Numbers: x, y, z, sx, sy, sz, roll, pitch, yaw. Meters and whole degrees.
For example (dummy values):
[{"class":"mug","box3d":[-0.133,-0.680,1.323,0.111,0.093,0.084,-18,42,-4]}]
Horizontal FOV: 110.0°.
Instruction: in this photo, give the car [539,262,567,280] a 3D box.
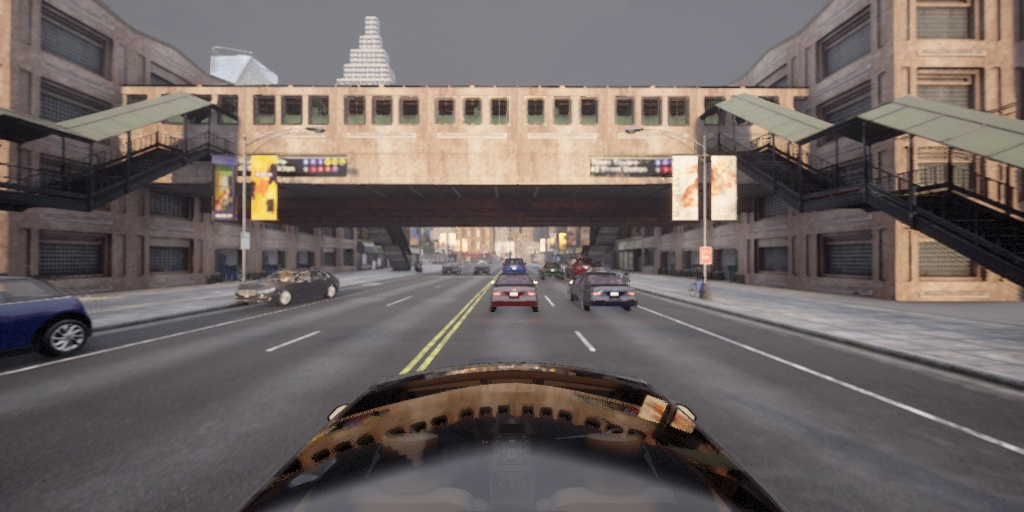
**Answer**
[{"class":"car","box3d":[3.708,1.331,34.823,2.097,1.767,4.553,0,0,0]}]

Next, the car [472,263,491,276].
[{"class":"car","box3d":[-3.467,1.534,41.977,1.837,1.490,4.892,0,0,0]}]

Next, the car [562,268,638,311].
[{"class":"car","box3d":[3.586,1.390,15.019,2.033,1.411,5.357,0,0,0]}]

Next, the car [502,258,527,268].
[{"class":"car","box3d":[0.211,1.197,34.223,2.150,2.045,5.566,0,0,0]}]

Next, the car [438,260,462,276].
[{"class":"car","box3d":[-6.967,1.534,41.964,1.837,1.490,4.892,0,0,0]}]

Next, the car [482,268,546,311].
[{"class":"car","box3d":[0.085,1.390,14.978,2.033,1.411,5.357,0,0,0]}]
